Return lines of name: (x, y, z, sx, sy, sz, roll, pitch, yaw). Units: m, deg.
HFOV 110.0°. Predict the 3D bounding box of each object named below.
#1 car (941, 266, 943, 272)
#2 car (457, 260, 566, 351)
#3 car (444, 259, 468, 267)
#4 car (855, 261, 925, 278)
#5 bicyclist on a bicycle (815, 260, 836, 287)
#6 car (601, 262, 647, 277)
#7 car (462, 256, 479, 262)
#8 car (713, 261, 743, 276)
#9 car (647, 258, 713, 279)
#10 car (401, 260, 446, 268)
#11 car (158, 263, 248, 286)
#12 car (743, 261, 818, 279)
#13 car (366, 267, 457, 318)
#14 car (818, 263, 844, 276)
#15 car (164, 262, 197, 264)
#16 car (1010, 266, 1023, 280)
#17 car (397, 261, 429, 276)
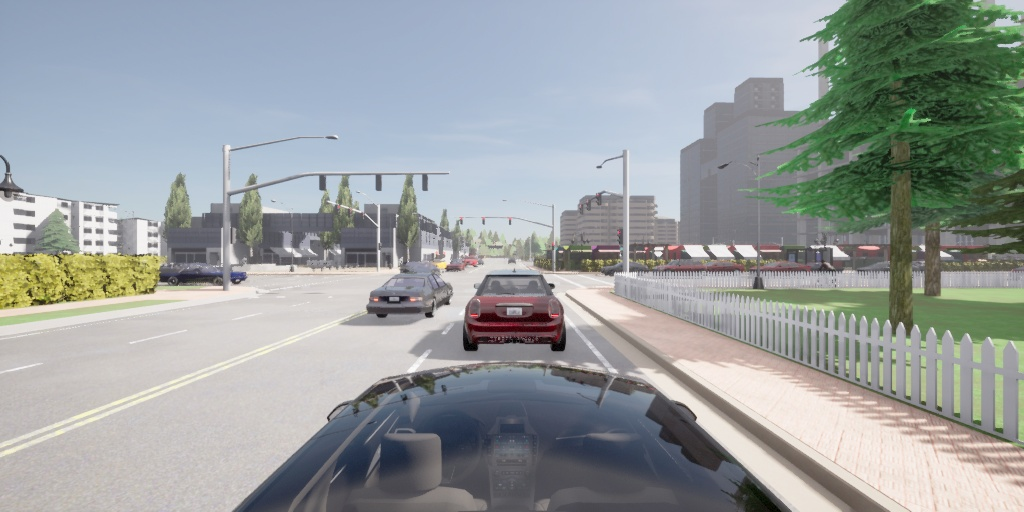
car: (40.679, 1.241, 36.486, 4.902, 1.511, 2.128, 0, 0, -1)
car: (0.064, 1.102, 9.128, 2.097, 1.767, 4.553, 0, 0, 0)
car: (-7.102, 1.351, 45.365, 1.895, 1.301, 4.718, 0, 0, 0)
car: (34.354, 1.255, 32.849, 4.892, 1.490, 1.837, 0, 0, -1)
bicyclist on a bicycle: (18.791, 1.052, 21.483, 0.582, 1.620, 1.656, 0, 0, -1)
car: (11.231, 1.276, 35.763, 4.674, 1.442, 1.812, 0, 0, -1)
car: (-7.085, 0.973, 60.296, 2.150, 2.045, 5.566, 0, 0, 0)
car: (20.555, 1.228, 36.017, 5.008, 1.535, 1.882, 0, 0, -1)
car: (15.079, 1.102, 32.376, 4.553, 1.767, 2.097, 0, 0, -1)
car: (-7.102, 1.297, 29.155, 2.033, 1.411, 5.357, 0, 0, 0)
car: (-20.881, 1.351, 24.378, 4.718, 1.301, 1.895, 0, 0, -1)
car: (24.292, 1.228, 32.606, 5.008, 1.535, 1.882, 0, 0, -1)
car: (-3.418, 1.297, 12.963, 2.033, 1.411, 5.357, 0, 0, 0)
car: (30.454, 1.351, 36.261, 4.718, 1.301, 1.895, 0, 0, -1)
car: (-25.390, 1.242, 27.774, 4.902, 1.511, 2.128, 0, 0, -2)
car: (43.879, 1.314, 29.433, 4.181, 1.385, 1.994, 0, 0, -3)
car: (-10.602, 1.297, 38.910, 2.033, 1.411, 5.357, 0, 0, 0)
